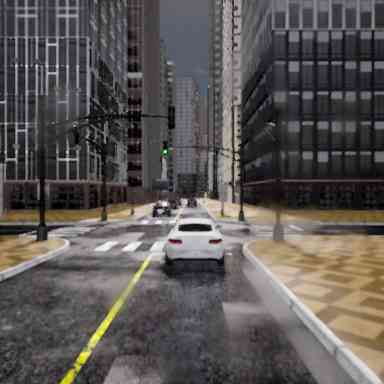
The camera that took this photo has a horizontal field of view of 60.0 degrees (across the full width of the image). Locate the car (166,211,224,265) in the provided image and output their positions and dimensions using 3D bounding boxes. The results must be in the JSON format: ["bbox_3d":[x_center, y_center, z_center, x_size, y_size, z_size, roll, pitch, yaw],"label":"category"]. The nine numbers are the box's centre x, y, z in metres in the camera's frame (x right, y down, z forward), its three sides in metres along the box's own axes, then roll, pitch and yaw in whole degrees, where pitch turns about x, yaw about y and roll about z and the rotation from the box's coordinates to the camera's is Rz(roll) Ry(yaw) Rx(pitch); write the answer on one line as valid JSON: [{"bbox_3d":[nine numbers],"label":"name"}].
[{"bbox_3d":[0.101,1.609,11.879,1.812,1.442,4.674,0,0,0],"label":"car"}]

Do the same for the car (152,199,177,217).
[{"bbox_3d":[-3.094,1.748,35.056,2.128,1.511,4.902,0,0,0],"label":"car"}]

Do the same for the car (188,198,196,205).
[{"bbox_3d":[0.005,2.046,74.799,1.882,1.535,5.008,0,-1,0],"label":"car"}]

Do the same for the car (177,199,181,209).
[{"bbox_3d":[-3.073,1.886,50.442,1.837,1.490,4.892,0,-1,0],"label":"car"}]

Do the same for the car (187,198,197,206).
[{"bbox_3d":[0.004,1.999,64.382,1.837,1.490,4.892,0,0,0],"label":"car"}]
